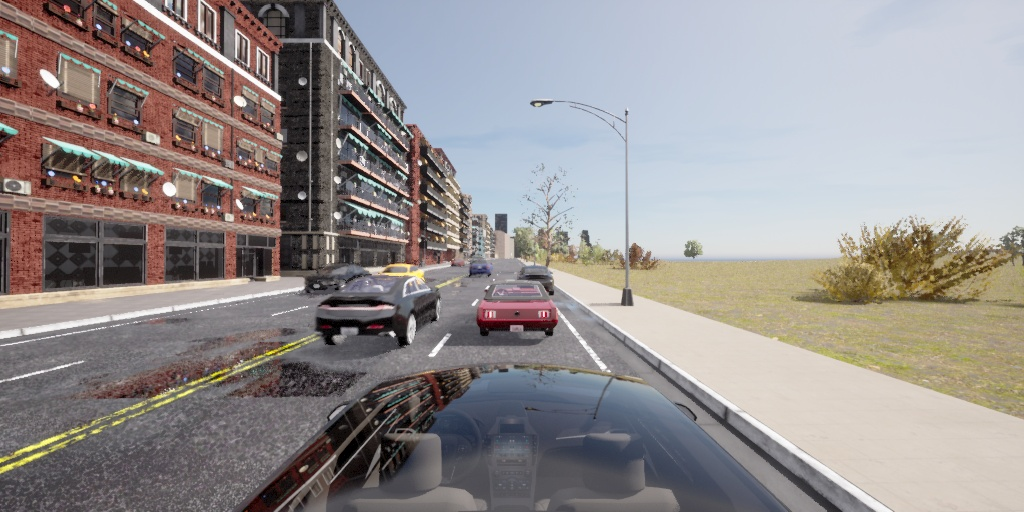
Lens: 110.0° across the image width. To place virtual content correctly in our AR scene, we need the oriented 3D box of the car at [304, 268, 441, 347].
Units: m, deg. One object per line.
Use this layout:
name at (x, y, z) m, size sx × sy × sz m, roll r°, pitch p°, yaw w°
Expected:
car at (-3.125, 1.241, 9.336) m, size 2.128 × 1.511 × 4.902 m, roll 0°, pitch 0°, yaw 0°

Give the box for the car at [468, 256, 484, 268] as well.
car at (-6.342, 0.970, 63.881) m, size 2.150 × 2.045 × 5.566 m, roll 0°, pitch 0°, yaw 1°

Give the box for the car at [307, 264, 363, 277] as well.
car at (-9.787, 1.230, 20.461) m, size 1.882 × 1.535 × 5.008 m, roll 0°, pitch 0°, yaw 0°

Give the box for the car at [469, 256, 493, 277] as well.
car at (-3.031, 1.103, 35.942) m, size 2.097 × 1.767 × 4.553 m, roll 0°, pitch 0°, yaw 0°

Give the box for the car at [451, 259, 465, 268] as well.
car at (-9.595, 1.227, 63.432) m, size 1.882 × 1.535 × 5.008 m, roll 0°, pitch 0°, yaw 1°

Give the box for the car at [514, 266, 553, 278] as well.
car at (1.198, 1.257, 19.537) m, size 1.837 × 1.490 × 4.892 m, roll 0°, pitch 0°, yaw 0°

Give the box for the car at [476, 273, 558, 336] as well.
car at (0.128, 1.352, 10.336) m, size 1.895 × 1.301 × 4.718 m, roll 0°, pitch 0°, yaw 0°

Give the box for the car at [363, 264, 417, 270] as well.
car at (-6.535, 1.230, 20.865) m, size 1.882 × 1.535 × 5.008 m, roll 0°, pitch 0°, yaw 0°
